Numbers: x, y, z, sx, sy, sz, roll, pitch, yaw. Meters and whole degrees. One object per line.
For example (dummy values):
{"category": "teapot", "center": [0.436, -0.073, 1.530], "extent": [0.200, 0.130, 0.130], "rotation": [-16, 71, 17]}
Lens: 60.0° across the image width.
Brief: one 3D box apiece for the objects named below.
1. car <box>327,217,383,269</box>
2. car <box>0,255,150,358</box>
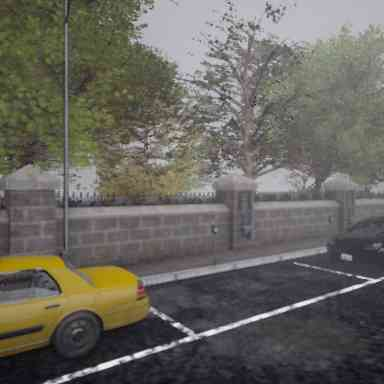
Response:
{"category": "car", "center": [6.263, 1.504, 10.881], "extent": [4.313, 1.339, 1.947], "rotation": [0, 1, -35]}
{"category": "car", "center": [-2.961, 1.524, 4.444], "extent": [4.829, 1.417, 1.752], "rotation": [0, 1, -35]}
